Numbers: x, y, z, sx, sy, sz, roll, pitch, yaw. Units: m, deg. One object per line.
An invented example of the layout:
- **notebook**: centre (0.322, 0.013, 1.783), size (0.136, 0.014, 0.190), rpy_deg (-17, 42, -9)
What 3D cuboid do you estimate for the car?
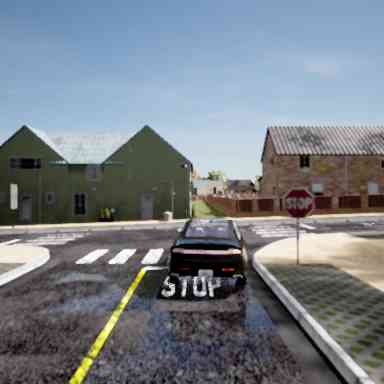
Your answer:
- **car**: centre (0.528, 1.477, 9.374), size (2.128, 1.511, 4.902), rpy_deg (0, 0, 6)
